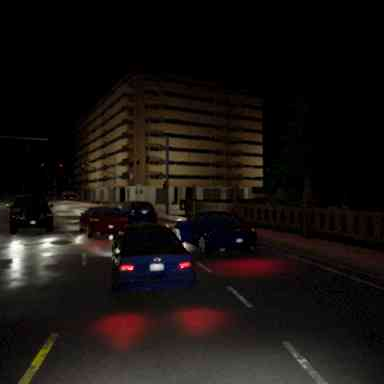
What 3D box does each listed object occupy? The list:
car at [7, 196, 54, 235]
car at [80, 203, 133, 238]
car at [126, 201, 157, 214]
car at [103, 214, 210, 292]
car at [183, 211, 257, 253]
[{"bbox_3d":[-9.689,1.278,19.984,2.150,2.045,5.566,0,0,-28],"label":"car"},{"bbox_3d":[-4.963,1.527,18.270,1.882,1.535,5.008,0,0,-25],"label":"car"},{"bbox_3d":[-4.179,1.417,24.423,2.097,1.767,4.553,0,0,-27],"label":"car"},{"bbox_3d":[-1.275,1.572,9.159,2.033,1.411,5.357,0,0,-13],"label":"car"},{"bbox_3d":[0.779,1.513,13.697,1.882,1.535,5.008,0,0,-20],"label":"car"}]
